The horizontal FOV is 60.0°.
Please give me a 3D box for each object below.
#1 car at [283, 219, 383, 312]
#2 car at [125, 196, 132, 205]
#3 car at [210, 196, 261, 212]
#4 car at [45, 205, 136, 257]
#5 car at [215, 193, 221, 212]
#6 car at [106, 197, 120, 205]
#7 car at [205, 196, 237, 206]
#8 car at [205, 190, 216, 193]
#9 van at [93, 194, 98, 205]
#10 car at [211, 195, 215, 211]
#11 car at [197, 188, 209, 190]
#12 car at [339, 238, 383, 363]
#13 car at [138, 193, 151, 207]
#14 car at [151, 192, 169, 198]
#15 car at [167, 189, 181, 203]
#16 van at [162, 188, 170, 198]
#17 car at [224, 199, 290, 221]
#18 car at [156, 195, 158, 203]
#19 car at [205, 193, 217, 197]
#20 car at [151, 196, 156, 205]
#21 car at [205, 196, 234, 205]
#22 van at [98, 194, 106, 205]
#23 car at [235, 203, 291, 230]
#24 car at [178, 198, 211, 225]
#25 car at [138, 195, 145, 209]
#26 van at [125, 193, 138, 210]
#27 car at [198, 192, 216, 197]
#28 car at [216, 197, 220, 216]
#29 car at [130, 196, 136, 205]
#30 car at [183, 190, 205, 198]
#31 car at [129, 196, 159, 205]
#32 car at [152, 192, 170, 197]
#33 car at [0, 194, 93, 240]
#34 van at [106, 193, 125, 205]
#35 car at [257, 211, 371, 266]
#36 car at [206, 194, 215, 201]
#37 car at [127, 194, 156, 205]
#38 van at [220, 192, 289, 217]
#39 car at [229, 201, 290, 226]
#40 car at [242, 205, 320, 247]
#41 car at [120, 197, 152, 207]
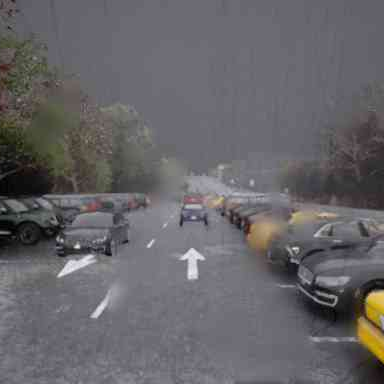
[{"bbox_3d":[4.544,1.428,6.330,4.892,1.521,2.231,0,0,0],"label":"car"},{"bbox_3d":[-8.547,1.407,31.380,4.792,1.488,2.163,0,0,0],"label":"car"},{"bbox_3d":[4.752,1.303,36.737,5.366,1.575,1.946,0,0,0],"label":"car"},{"bbox_3d":[-3.596,1.463,12.858,1.837,1.490,4.892,0,0,0],"label":"car"},{"bbox_3d":[4.527,1.189,28.536,4.553,1.767,2.185,0,0,0],"label":"car"},{"bbox_3d":[-8.529,1.398,25.842,5.008,1.535,2.097,0,0,0],"label":"car"},{"bbox_3d":[4.578,1.363,53.514,5.008,1.535,2.097,0,0,0],"label":"car"},{"bbox_3d":[4.551,1.102,50.739,5.566,2.045,2.435,0,0,0],"label":"car"},{"bbox_3d":[-8.413,1.200,20.301,4.442,1.987,1.878,0,0,0],"label":"van"},{"bbox_3d":[4.567,1.307,31.316,4.892,1.521,2.231,0,0,0],"label":"car"},{"bbox_3d":[4.325,0.544,91.672,4.553,1.767,2.185,0,0,0],"label":"car"},{"bbox_3d":[4.721,1.438,3.554,5.366,1.575,1.946,0,0,0],"label":"car"},{"bbox_3d":[-8.537,1.145,42.455,5.566,2.045,2.435,0,0,0],"label":"car"},{"bbox_3d":[-8.725,0.782,91.502,4.674,1.452,2.002,0,0,0],"label":"car"},{"bbox_3d":[-3.435,1.006,67.078,2.150,2.045,5.566,-1,3,-2],"label":"car"},{"bbox_3d":[-8.607,0.540,86.042,4.442,1.987,1.878,0,0,0],"label":"van"},{"bbox_3d":[4.580,1.384,20.211,4.792,1.488,2.163,0,0,0],"label":"car"},{"bbox_3d":[-8.467,1.465,53.534,4.792,1.488,2.163,0,0,0],"label":"car"},{"bbox_3d":[4.758,1.320,42.410,5.366,1.575,1.946,0,0,0],"label":"car"},{"bbox_3d":[-8.316,1.412,47.993,5.366,1.575,1.946,0,0,0],"label":"car"},{"bbox_3d":[4.615,1.402,56.290,4.792,1.488,2.163,0,0,0],"label":"car"},{"bbox_3d":[-8.644,1.187,23.072,4.442,1.987,1.878,0,0,0],"label":"van"},{"bbox_3d":[4.575,1.413,14.659,4.792,1.488,2.163,0,0,0],"label":"car"},{"bbox_3d":[0.112,1.410,23.045,1.812,1.442,4.674,0,1,0],"label":"car"},{"bbox_3d":[-8.482,1.416,39.685,4.792,1.488,2.163,0,0,0],"label":"car"},{"bbox_3d":[-8.631,1.154,36.791,4.442,1.987,1.878,0,0,0],"label":"van"},{"bbox_3d":[4.368,0.651,94.452,5.008,1.535,2.097,0,1,0],"label":"car"},{"bbox_3d":[4.527,1.356,25.764,4.792,1.488,2.163,0,0,0],"label":"car"},{"bbox_3d":[-8.544,1.405,34.020,4.792,1.488,2.163,0,0,0],"label":"car"},{"bbox_3d":[0.131,1.086,41.362,2.150,2.045,5.566,0,0,0],"label":"car"},{"bbox_3d":[-8.486,1.454,58.951,5.008,1.535,2.097,0,0,0],"label":"car"},{"bbox_3d":[-8.746,0.753,94.414,4.792,1.488,2.163,0,0,0],"label":"car"},{"bbox_3d":[-8.505,1.190,17.532,5.566,2.045,2.435,0,0,0],"label":"car"},{"bbox_3d":[-8.414,1.160,28.627,4.442,1.987,1.878,0,0,0],"label":"van"},{"bbox_3d":[4.534,1.414,9.107,4.892,1.521,2.231,0,0,0],"label":"car"},{"bbox_3d":[4.379,1.301,34.084,5.366,1.575,1.946,0,0,0],"label":"car"},{"bbox_3d":[-8.526,1.319,56.180,4.553,1.767,2.185,0,0,0],"label":"car"},{"bbox_3d":[4.435,1.115,22.986,4.442,1.987,1.878,0,0,0],"label":"van"},{"bbox_3d":[4.578,1.399,17.435,4.792,1.488,2.163,0,0,0],"label":"car"},{"bbox_3d":[4.728,1.394,11.882,5.366,1.575,1.946,0,0,0],"label":"car"},{"bbox_3d":[-8.496,1.466,50.764,4.674,1.452,2.002,0,0,0],"label":"car"}]
